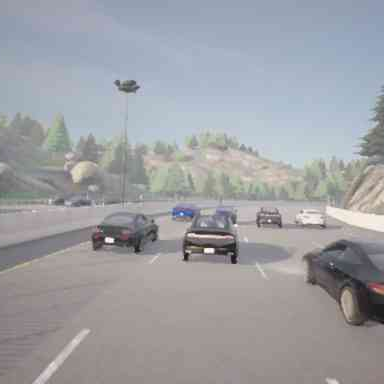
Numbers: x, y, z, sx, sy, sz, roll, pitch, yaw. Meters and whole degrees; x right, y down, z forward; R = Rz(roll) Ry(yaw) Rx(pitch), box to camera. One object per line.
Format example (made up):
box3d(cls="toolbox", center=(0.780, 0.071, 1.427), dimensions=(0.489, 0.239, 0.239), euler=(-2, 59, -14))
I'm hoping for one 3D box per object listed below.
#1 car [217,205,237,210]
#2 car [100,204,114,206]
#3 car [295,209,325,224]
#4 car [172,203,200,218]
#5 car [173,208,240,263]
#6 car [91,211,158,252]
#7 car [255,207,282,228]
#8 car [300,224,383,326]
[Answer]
box3d(cls="car", center=(2.844, 1.864, 28.360), dimensions=(1.812, 1.442, 4.674), euler=(2, 0, 10))
box3d(cls="car", center=(-11.461, 1.414, 45.886), dimensions=(1.837, 1.490, 4.892), euler=(2, -1, 15))
box3d(cls="car", center=(9.841, 2.138, 27.776), dimensions=(1.812, 1.442, 4.674), euler=(2, 0, 10))
box3d(cls="car", center=(-0.431, 1.698, 29.926), dimensions=(1.882, 1.535, 5.008), euler=(2, 0, 10))
box3d(cls="car", center=(0.765, 1.624, 12.701), dimensions=(2.128, 1.511, 4.902), euler=(2, 0, 5))
box3d(cls="car", center=(-2.642, 1.530, 13.846), dimensions=(1.812, 1.442, 4.674), euler=(2, 0, 5))
box3d(cls="car", center=(6.119, 1.949, 26.743), dimensions=(2.128, 1.511, 4.902), euler=(2, 0, 10))
box3d(cls="car", center=(3.828, 1.736, 7.271), dimensions=(1.812, 1.442, 4.674), euler=(2, 0, 4))
